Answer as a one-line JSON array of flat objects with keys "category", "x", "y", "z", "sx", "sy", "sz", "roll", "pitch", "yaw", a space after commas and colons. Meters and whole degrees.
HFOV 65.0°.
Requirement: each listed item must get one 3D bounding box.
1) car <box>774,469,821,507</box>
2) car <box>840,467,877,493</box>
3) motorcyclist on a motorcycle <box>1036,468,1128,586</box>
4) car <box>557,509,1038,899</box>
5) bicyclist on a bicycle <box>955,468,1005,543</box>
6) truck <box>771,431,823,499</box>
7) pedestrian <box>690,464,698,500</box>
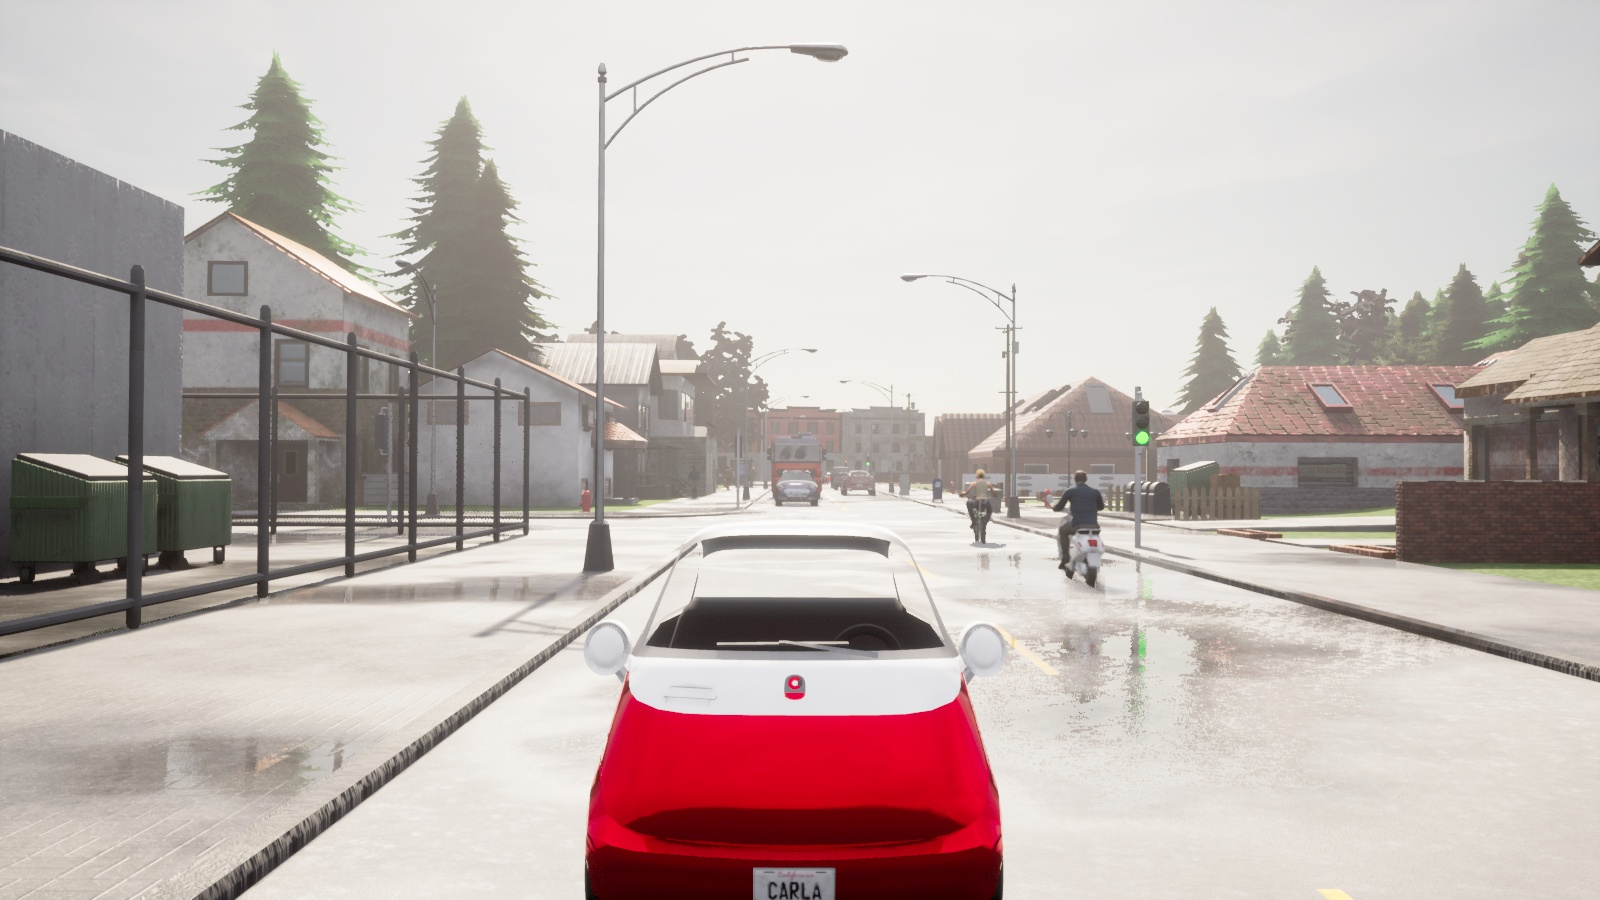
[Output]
[{"category": "car", "x": -0.146, "y": 1.707, "z": 57.415, "sx": 2.033, "sy": 1.649, "sz": 4.856, "roll": 0, "pitch": -1, "yaw": -1}, {"category": "car", "x": 3.802, "y": 1.957, "z": 82.311, "sx": 2.152, "sy": 1.651, "sz": 5.027, "roll": 0, "pitch": -1, "yaw": 0}, {"category": "motorcyclist on a motorcycle", "x": 3.957, "y": 1.050, "z": 17.772, "sx": 0.866, "sy": 1.590, "sz": 1.817, "roll": 0, "pitch": -1, "yaw": 0}, {"category": "car", "x": -0.012, "y": 0.953, "z": 4.987, "sx": 1.481, "sy": 1.376, "sz": 2.207, "roll": 0, "pitch": -1, "yaw": 0}, {"category": "bicyclist on a bicycle", "x": 3.939, "y": 1.197, "z": 27.556, "sx": 0.866, "sy": 1.612, "sz": 1.509, "roll": 0, "pitch": -1, "yaw": 0}, {"category": "truck", "x": -0.182, "y": 0.902, "z": 74.739, "sx": 2.891, "sy": 3.827, "sz": 8.468, "roll": 0, "pitch": -1, "yaw": 0}, {"category": "pedestrian", "x": -5.396, "y": 1.619, "z": 64.070, "sx": 0.370, "sy": 1.835, "sz": 0.726, "roll": 0, "pitch": -1, "yaw": -1}]
